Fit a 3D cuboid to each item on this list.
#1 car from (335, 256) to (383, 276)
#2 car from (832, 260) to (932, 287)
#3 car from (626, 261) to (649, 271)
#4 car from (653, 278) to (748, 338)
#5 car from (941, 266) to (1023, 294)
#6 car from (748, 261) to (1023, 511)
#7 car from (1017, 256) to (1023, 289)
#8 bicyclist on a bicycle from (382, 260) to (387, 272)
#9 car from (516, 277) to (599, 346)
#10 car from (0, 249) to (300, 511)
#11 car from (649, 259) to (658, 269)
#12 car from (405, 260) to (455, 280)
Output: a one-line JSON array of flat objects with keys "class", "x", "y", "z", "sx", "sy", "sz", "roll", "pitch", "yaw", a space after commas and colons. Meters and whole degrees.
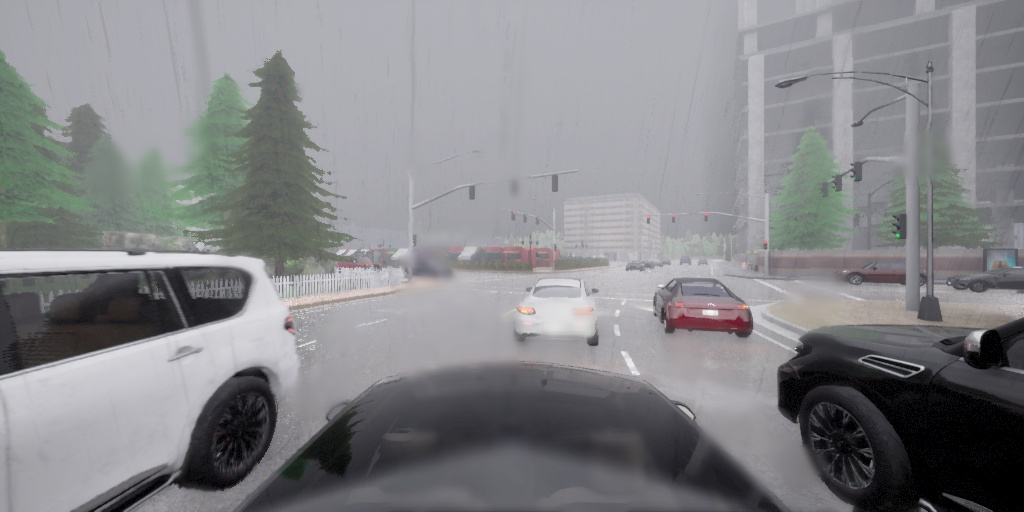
[{"class": "car", "x": -15.663, "y": 1.027, "z": 36.674, "sx": 5.566, "sy": 2.045, "sz": 2.150, "roll": 0, "pitch": 0, "yaw": 30}, {"class": "car", "x": 25.914, "y": 1.157, "z": 25.388, "sx": 4.553, "sy": 1.767, "sz": 2.097, "roll": 0, "pitch": 0, "yaw": 30}, {"class": "car", "x": 16.479, "y": 1.314, "z": 47.666, "sx": 1.994, "sy": 1.385, "sz": 4.181, "roll": 0, "pitch": 0, "yaw": 29}, {"class": "car", "x": 5.296, "y": 1.314, "z": 10.419, "sx": 1.994, "sy": 1.385, "sz": 4.181, "roll": 0, "pitch": 0, "yaw": 17}, {"class": "car", "x": 28.002, "y": 1.331, "z": 20.154, "sx": 4.674, "sy": 1.442, "sz": 1.812, "roll": 0, "pitch": 0, "yaw": 29}, {"class": "car", "x": 3.737, "y": 0.971, "z": 1.190, "sx": 2.150, "sy": 2.045, "sz": 5.566, "roll": 0, "pitch": 0, "yaw": 0}, {"class": "car", "x": 34.251, "y": 1.027, "z": 20.657, "sx": 5.566, "sy": 2.045, "sz": 2.150, "roll": 0, "pitch": 0, "yaw": 30}, {"class": "bicyclist on a bicycle", "x": -15.735, "y": 1.258, "z": 44.274, "sx": 0.582, "sy": 1.620, "sz": 1.656, "roll": 0, "pitch": 0, "yaw": -23}, {"class": "car", "x": 1.275, "y": 1.276, "z": 9.412, "sx": 1.812, "sy": 1.442, "sz": 4.674, "roll": 0, "pitch": 0, "yaw": 11}, {"class": "car", "x": -3.485, "y": 0.971, "z": 1.684, "sx": 2.150, "sy": 2.045, "sz": 5.566, "roll": 0, "pitch": 0, "yaw": 2}, {"class": "car", "x": 20.806, "y": 1.351, "z": 55.404, "sx": 1.895, "sy": 1.301, "sz": 4.718, "roll": 0, "pitch": 0, "yaw": 29}, {"class": "car", "x": -7.321, "y": 1.157, "z": 31.939, "sx": 4.553, "sy": 1.767, "sz": 2.097, "roll": 0, "pitch": 0, "yaw": 30}]
